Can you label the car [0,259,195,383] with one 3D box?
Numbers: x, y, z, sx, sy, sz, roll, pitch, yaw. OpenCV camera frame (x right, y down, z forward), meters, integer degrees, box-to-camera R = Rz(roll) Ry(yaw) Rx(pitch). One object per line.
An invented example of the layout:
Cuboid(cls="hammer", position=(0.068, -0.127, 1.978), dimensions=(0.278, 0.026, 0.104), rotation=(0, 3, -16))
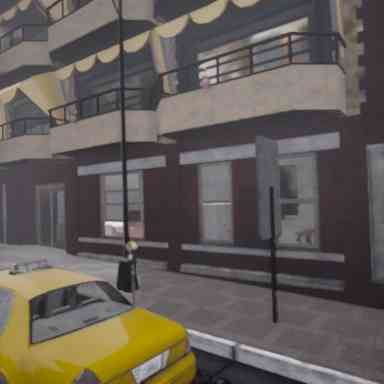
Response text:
Cuboid(cls="car", position=(-2.248, 1.566, 4.346), dimensions=(4.829, 1.417, 1.752), rotation=(-1, -2, 36))
